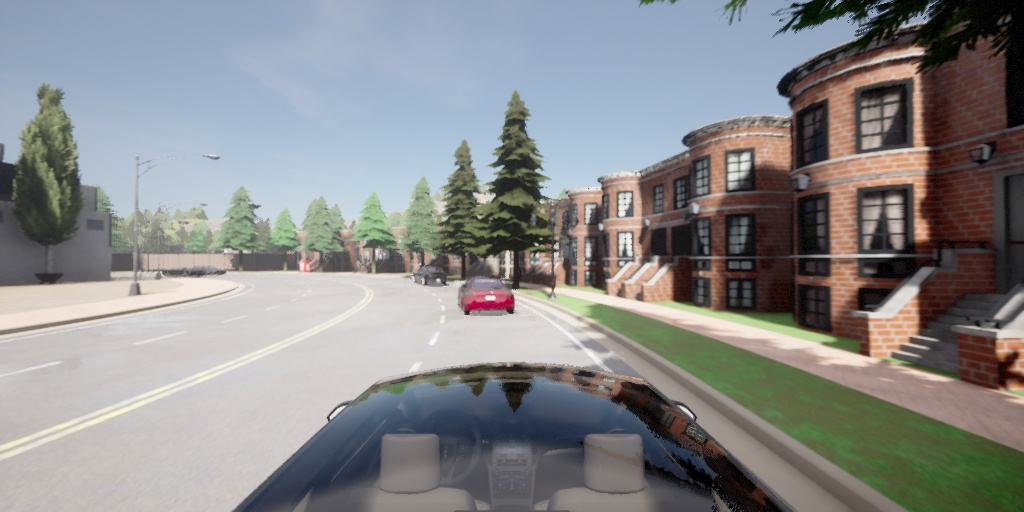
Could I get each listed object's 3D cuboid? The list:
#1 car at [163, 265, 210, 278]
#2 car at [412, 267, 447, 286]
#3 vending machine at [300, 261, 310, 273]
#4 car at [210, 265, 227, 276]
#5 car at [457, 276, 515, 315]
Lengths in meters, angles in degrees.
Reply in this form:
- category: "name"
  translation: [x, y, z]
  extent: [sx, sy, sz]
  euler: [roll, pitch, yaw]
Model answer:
- category: "car"
  translation: [-39.379, 1.923, 43.116]
  extent: [4.718, 1.301, 1.895]
  euler: [0, -1, 17]
- category: "car"
  translation: [-6.955, 1.647, 30.062]
  extent: [1.837, 1.490, 4.892]
  euler: [1, -1, -30]
- category: "vending machine"
  translation: [-32.398, 1.697, 56.140]
  extent: [0.880, 2.100, 1.100]
  euler: [0, 0, 20]
- category: "car"
  translation: [-40.193, 1.924, 47.027]
  extent: [5.357, 1.411, 2.033]
  euler: [0, -1, 15]
- category: "car"
  translation: [-1.165, 1.495, 14.796]
  extent: [1.994, 1.385, 4.181]
  euler: [0, -1, -12]
